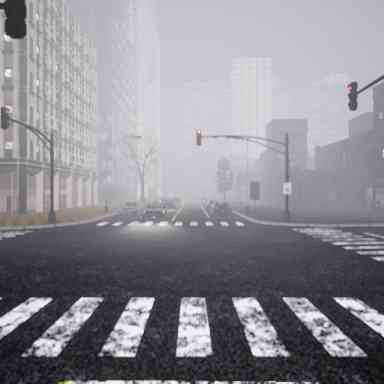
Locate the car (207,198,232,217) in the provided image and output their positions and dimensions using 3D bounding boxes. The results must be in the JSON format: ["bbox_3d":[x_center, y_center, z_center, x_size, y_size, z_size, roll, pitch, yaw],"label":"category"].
[{"bbox_3d":[2.675,1.515,31.045,1.887,1.381,4.507,0,0,0],"label":"car"}]

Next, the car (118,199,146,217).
[{"bbox_3d":[-5.707,1.552,31.041,1.802,1.307,4.206,0,0,0],"label":"car"}]

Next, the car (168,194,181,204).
[{"bbox_3d":[-3.048,1.519,63.938,1.994,1.385,4.181,0,0,0],"label":"car"}]

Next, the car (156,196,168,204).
[{"bbox_3d":[-5.725,1.521,64.286,1.947,1.339,4.313,0,0,0],"label":"car"}]

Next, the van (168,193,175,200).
[{"bbox_3d":[-5.740,1.300,91.991,1.690,1.788,3.998,0,0,0],"label":"van"}]

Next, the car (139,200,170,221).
[{"bbox_3d":[-2.964,1.574,27.066,1.895,1.301,4.718,0,0,-3],"label":"car"}]

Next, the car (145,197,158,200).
[{"bbox_3d":[-5.713,1.489,41.953,1.752,1.417,4.829,0,0,0],"label":"car"}]

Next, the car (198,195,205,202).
[{"bbox_3d":[2.650,1.507,75.372,2.008,1.369,4.403,0,0,0],"label":"car"}]

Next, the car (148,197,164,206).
[{"bbox_3d":[-5.718,1.508,53.204,2.008,1.369,4.403,0,0,0],"label":"car"}]

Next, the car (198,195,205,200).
[{"bbox_3d":[2.641,1.525,91.995,1.947,1.339,4.313,0,0,0],"label":"car"}]

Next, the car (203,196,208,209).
[{"bbox_3d":[2.668,1.546,42.128,1.802,1.307,4.206,0,0,0],"label":"car"}]

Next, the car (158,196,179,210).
[{"bbox_3d":[-3.117,1.527,43.166,1.994,1.385,4.181,0,0,0],"label":"car"}]
